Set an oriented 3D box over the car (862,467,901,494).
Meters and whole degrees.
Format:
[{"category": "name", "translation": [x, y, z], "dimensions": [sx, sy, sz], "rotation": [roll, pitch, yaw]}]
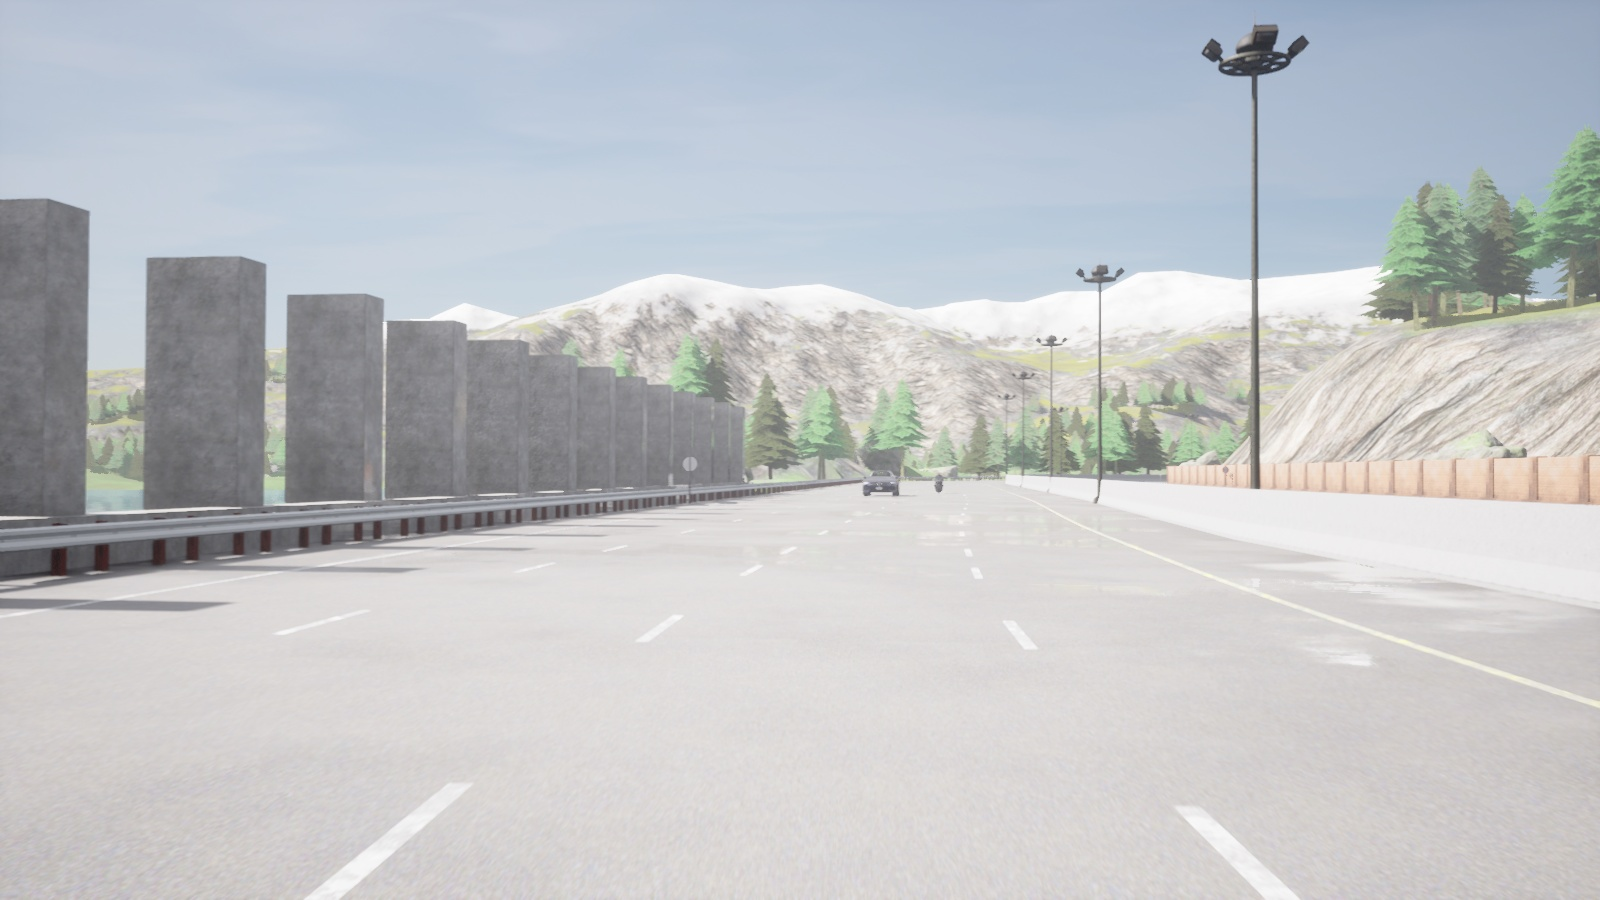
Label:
[{"category": "car", "translation": [5.146, 1.893, 78.829], "dimensions": [2.152, 1.651, 5.027], "rotation": [0, -1, 7]}]
